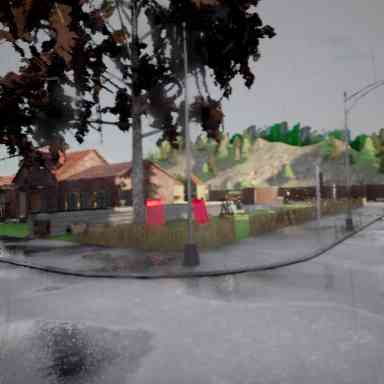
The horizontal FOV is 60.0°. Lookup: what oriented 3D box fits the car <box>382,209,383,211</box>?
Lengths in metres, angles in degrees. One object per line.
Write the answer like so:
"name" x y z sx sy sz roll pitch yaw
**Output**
"car" 12.186 1.292 18.967 2.128 1.511 4.902 -2 -1 36
